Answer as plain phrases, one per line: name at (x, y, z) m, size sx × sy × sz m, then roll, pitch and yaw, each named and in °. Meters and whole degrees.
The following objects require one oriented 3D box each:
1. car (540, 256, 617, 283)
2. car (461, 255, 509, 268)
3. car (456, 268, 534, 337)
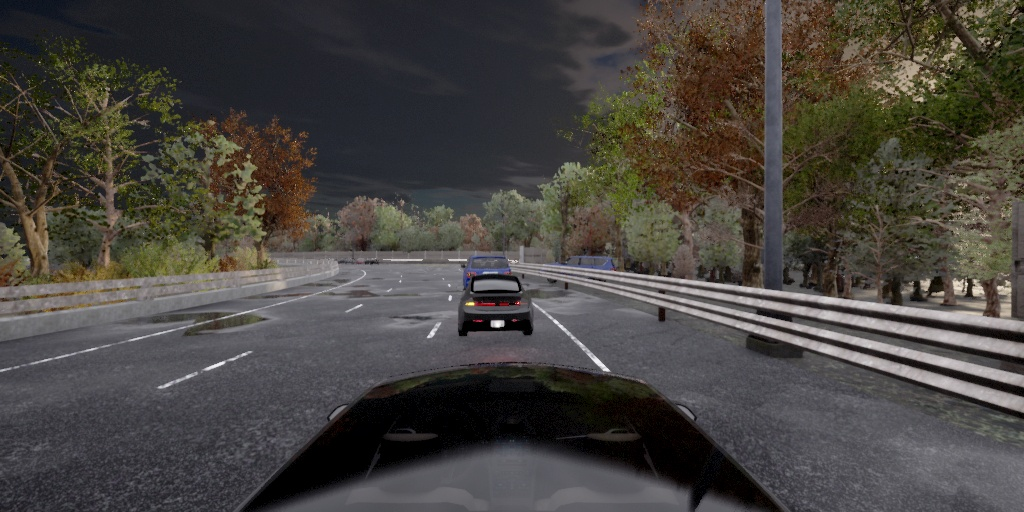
car at (4.827, 0.987, 26.157) m, size 5.566 × 2.045 × 2.150 m, roll 3°, pitch 1°, yaw 12°
car at (-1.318, 0.968, 17.830) m, size 2.150 × 2.045 × 5.566 m, roll 0°, pitch 0°, yaw -9°
car at (-0.539, 1.253, 10.350) m, size 1.837 × 1.490 × 4.892 m, roll 0°, pitch 0°, yaw -5°
